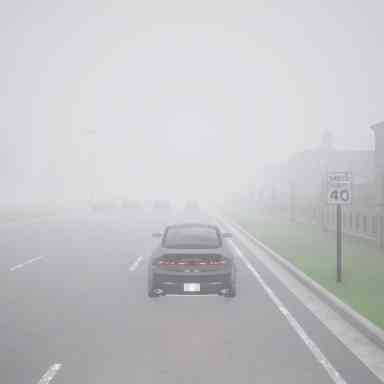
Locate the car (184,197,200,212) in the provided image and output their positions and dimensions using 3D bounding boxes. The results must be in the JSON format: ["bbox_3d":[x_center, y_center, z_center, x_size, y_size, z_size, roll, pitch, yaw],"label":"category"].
[{"bbox_3d":[-0.001,1.547,39.148,2.033,1.411,5.357,0,0,0],"label":"car"}]

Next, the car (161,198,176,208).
[{"bbox_3d":[-3.501,1.601,49.622,1.895,1.301,4.718,0,0,0],"label":"car"}]

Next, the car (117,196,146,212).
[{"bbox_3d":[-7.001,1.477,39.148,1.882,1.535,5.008,0,0,0],"label":"car"}]

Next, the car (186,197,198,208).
[{"bbox_3d":[-0.002,1.526,49.568,1.812,1.442,4.674,0,0,0],"label":"car"}]

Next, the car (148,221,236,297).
[{"bbox_3d":[0.000,1.504,8.535,1.837,1.490,4.892,0,0,0],"label":"car"}]

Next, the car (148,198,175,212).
[{"bbox_3d":[-3.501,1.491,39.148,2.128,1.511,4.902,0,0,0],"label":"car"}]

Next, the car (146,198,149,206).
[{"bbox_3d":[-7.002,1.564,49.568,1.994,1.385,4.181,0,0,0],"label":"car"}]

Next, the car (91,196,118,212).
[{"bbox_3d":[-10.501,1.564,39.531,1.994,1.385,4.181,0,0,0],"label":"car"}]
